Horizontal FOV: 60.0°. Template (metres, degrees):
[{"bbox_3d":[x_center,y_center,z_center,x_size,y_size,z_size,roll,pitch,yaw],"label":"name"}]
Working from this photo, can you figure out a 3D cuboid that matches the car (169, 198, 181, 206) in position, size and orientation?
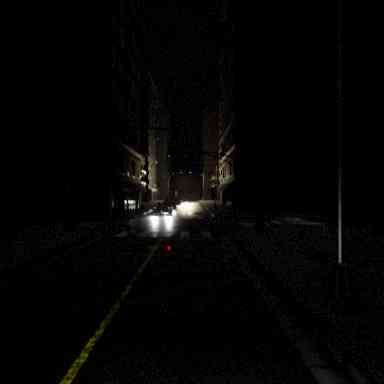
[{"bbox_3d":[-3.071,1.762,60.863,1.812,1.442,4.674,0,0,0],"label":"car"}]

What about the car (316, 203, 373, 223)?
[{"bbox_3d":[12.114,1.606,25.888,4.674,1.442,1.812,0,0,0],"label":"car"}]

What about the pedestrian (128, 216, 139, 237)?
[{"bbox_3d":[-3.032,1.737,17.110,0.500,1.100,0.500,0,0,0],"label":"pedestrian"}]

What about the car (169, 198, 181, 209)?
[{"bbox_3d":[-3.098,1.672,47.132,2.128,1.511,4.902,0,0,0],"label":"car"}]

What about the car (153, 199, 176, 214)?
[{"bbox_3d":[-3.111,1.741,36.810,1.895,1.301,4.718,0,0,1],"label":"car"}]
